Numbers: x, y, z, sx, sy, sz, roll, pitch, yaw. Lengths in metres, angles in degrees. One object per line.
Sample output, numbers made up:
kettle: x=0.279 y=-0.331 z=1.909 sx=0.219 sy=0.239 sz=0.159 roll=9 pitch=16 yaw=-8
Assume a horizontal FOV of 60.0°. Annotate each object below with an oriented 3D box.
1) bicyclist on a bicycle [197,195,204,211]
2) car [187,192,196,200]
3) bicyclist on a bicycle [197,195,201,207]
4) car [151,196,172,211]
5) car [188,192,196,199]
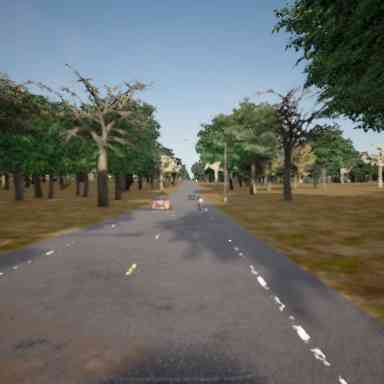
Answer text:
bicyclist on a bicycle: x=0.978 y=1.358 z=37.348 sx=0.866 sy=1.612 sz=1.509 roll=0 pitch=0 yaw=0
car: x=0.003 y=0.969 z=69.329 sx=2.128 sy=1.511 sz=4.902 roll=0 pitch=1 yaw=0
bicyclist on a bicycle: x=0.961 y=1.287 z=46.091 sx=0.582 sy=1.620 sz=1.656 roll=0 pitch=0 yaw=0
car: x=-3.588 y=1.254 z=39.812 sx=2.097 sy=1.767 sz=4.553 roll=0 pitch=1 yaw=0
car: x=-0.004 y=0.777 z=79.349 sx=1.837 sy=1.490 sz=4.892 roll=0 pitch=1 yaw=0
